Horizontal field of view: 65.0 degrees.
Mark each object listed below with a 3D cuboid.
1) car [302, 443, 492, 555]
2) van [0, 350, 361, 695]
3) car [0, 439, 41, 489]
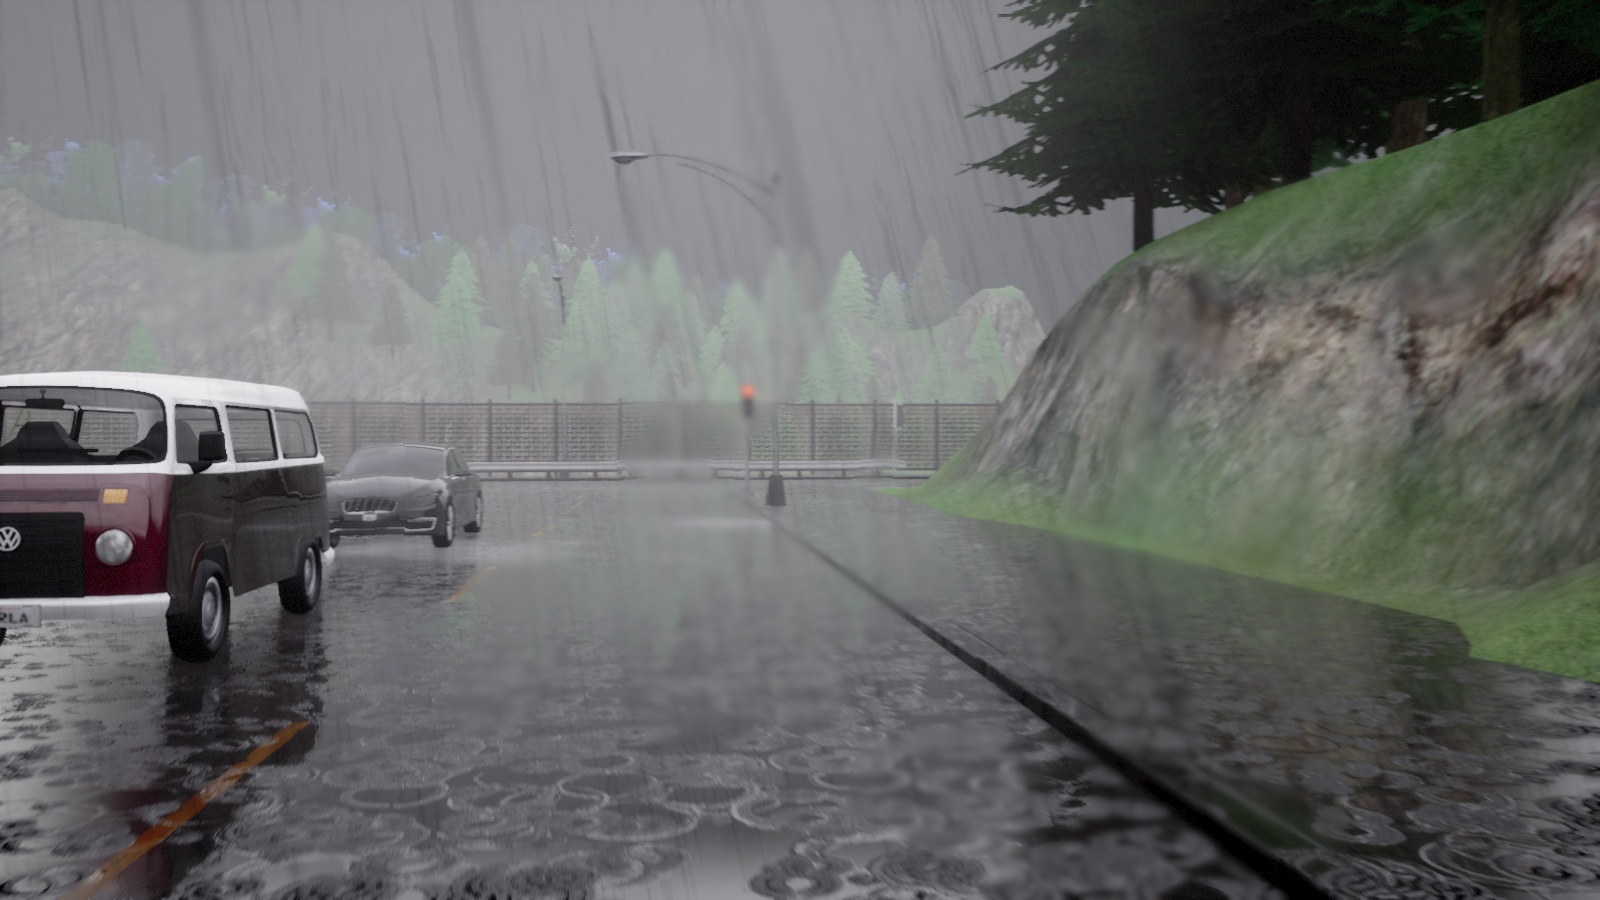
[{"bbox_3d":[-6.030,0.645,19.365,1.837,1.490,4.892,0,0,-6],"label":"car"},{"bbox_3d":[-4.977,0.418,9.653,2.069,2.038,4.480,0,0,-6],"label":"van"},{"bbox_3d":[-28.322,0.455,41.754,4.856,1.649,2.033,0,0,-6],"label":"car"}]
